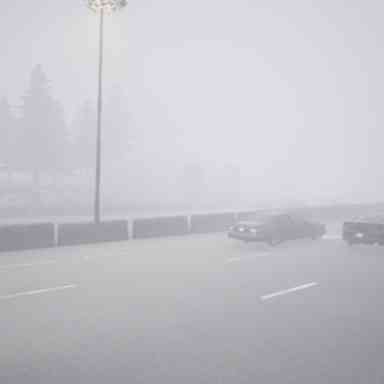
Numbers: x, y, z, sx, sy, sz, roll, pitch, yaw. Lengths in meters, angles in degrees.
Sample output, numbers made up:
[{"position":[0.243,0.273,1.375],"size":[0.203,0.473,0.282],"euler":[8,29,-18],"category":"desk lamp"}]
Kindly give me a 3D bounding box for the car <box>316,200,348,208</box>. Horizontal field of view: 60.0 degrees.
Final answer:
[{"position":[16.117,1.629,37.787],"size":[4.718,1.301,1.895],"euler":[-1,0,-36],"category":"car"}]

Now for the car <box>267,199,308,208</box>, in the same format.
[{"position":[11.455,1.577,38.706],"size":[4.902,1.511,2.128],"euler":[0,0,-36],"category":"car"}]

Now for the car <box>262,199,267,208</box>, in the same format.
[{"position":[11.621,1.649,43.170],"size":[4.181,1.385,1.994],"euler":[-1,0,-36],"category":"car"}]

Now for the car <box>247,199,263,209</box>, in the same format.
[{"position":[9.568,1.675,46.008],"size":[4.181,1.385,1.994],"euler":[-1,0,-36],"category":"car"}]

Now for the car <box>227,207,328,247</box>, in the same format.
[{"position":[4.097,1.632,15.546],"size":[5.357,1.411,2.033],"euler":[0,0,-37],"category":"car"}]

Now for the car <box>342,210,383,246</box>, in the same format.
[{"position":[8.531,1.528,14.490],"size":[5.008,1.535,1.882],"euler":[0,0,-37],"category":"car"}]
